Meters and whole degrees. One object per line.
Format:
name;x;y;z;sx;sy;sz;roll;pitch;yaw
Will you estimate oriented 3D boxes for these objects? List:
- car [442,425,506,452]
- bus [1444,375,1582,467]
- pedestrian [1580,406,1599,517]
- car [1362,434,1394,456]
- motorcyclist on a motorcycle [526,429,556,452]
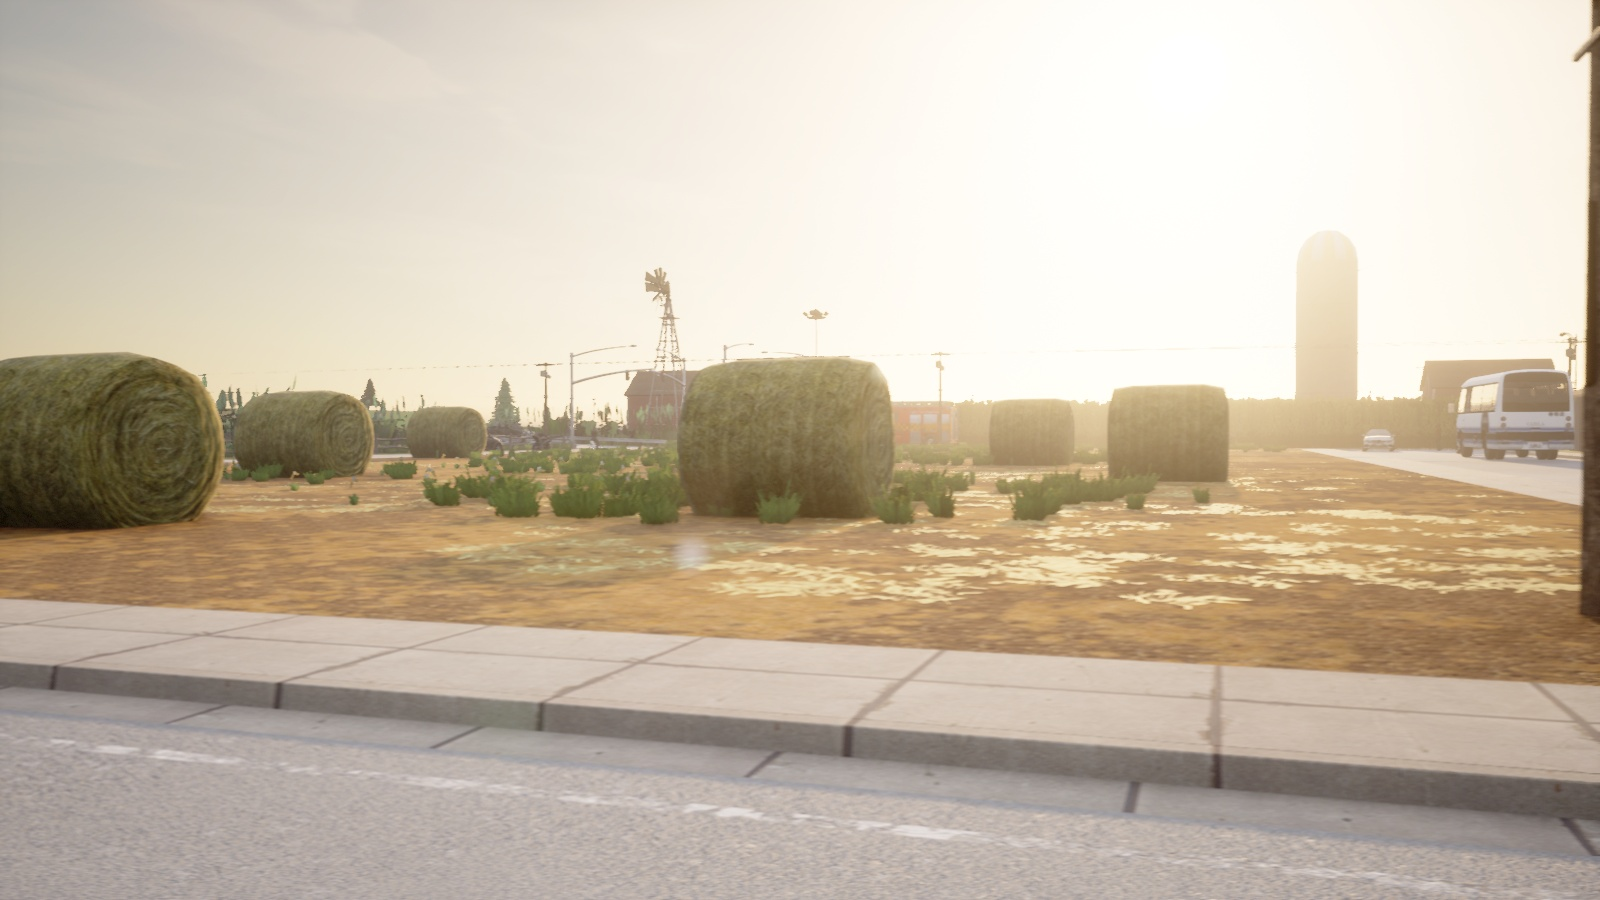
car;-20.096;-0.700;77.512;1.851;1.617;3.988;1;1;21
bus;35.586;-1.434;63.200;3.944;4.253;10.273;1;1;18
pedestrian;13.550;0.184;21.065;0.694;1.848;0.540;1;1;24
car;38.208;-0.343;83.051;1.812;1.442;4.674;1;1;24
motorcyclist on a motorcycle;-17.397;-0.663;84.408;0.866;1.530;2.191;1;1;21
